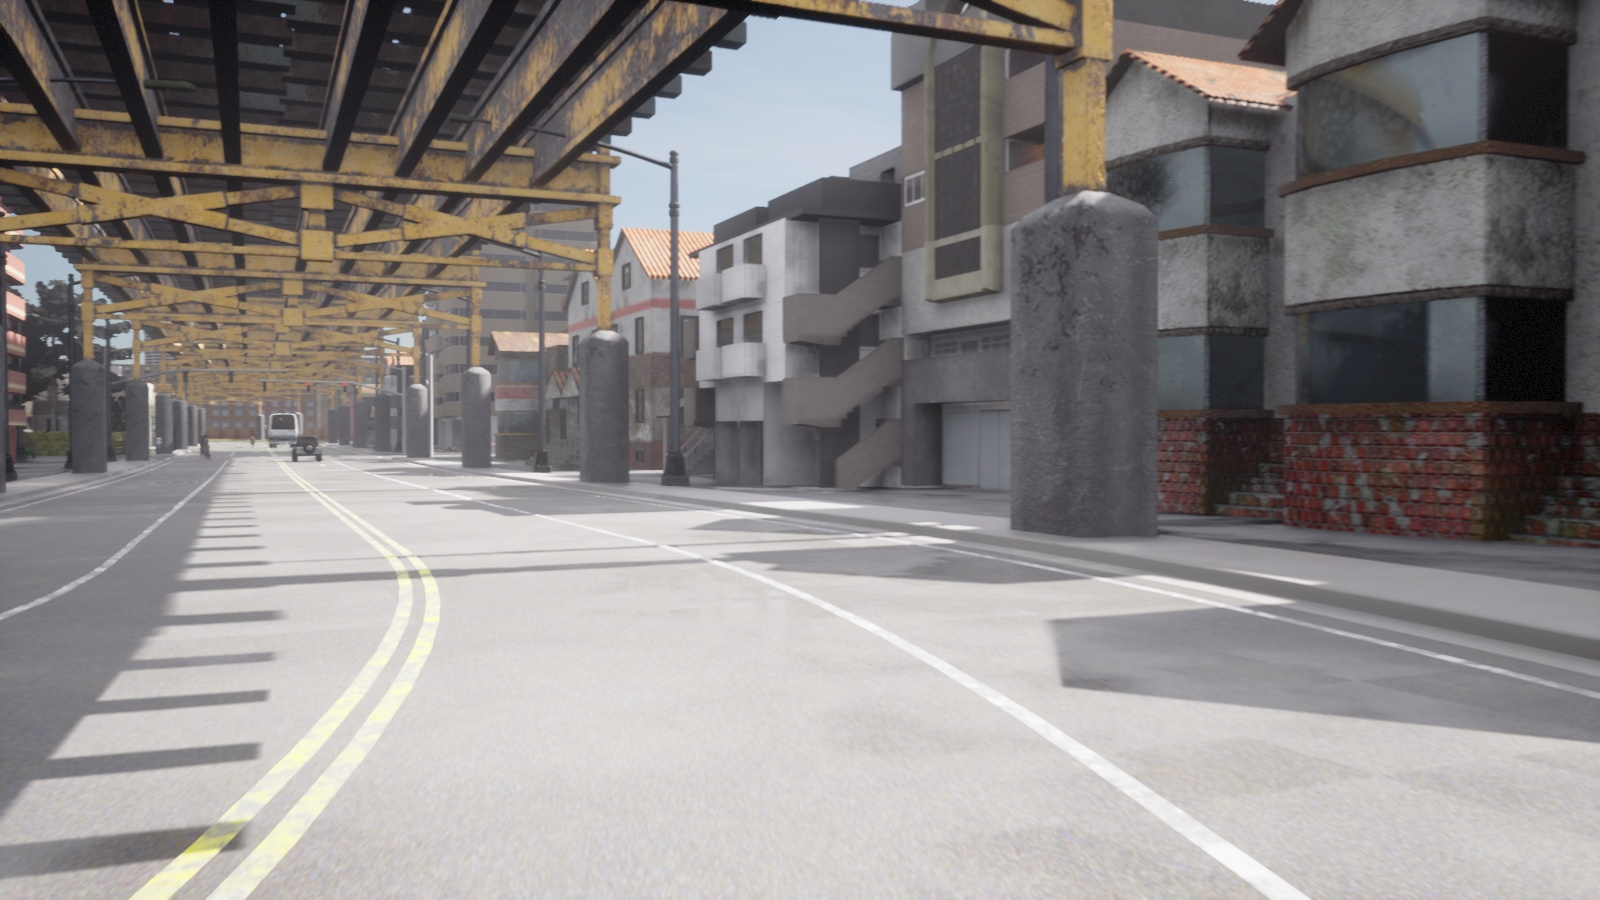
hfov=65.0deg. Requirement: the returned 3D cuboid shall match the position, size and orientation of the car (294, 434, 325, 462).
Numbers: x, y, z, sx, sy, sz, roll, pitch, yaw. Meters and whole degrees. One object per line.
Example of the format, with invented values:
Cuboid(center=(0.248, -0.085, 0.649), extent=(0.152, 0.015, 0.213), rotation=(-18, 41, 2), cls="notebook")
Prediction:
Cuboid(center=(-34.646, -0.177, 88.600), extent=(1.905, 1.878, 3.866), rotation=(0, 1, -24), cls="car")
